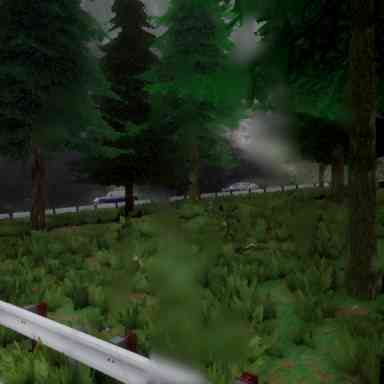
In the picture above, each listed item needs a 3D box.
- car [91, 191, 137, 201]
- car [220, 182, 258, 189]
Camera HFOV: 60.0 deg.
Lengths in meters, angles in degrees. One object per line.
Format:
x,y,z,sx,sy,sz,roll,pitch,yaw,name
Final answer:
-7.694,0.592,32.751,4.553,1.767,2.097,-5,3,-29,car
5.155,-0.300,37.434,4.902,1.511,2.128,-4,0,-5,car
